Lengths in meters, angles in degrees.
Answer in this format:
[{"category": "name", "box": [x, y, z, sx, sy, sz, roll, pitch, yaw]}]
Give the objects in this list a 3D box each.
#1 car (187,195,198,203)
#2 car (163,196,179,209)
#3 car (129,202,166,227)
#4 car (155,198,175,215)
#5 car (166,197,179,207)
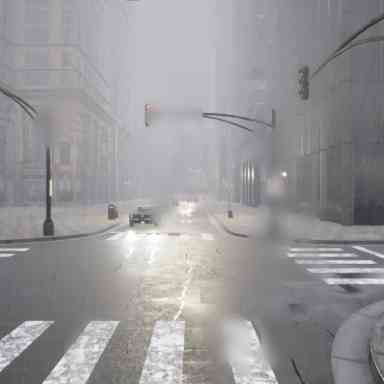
[{"category": "car", "box": [0.084, 1.366, 69.632, 2.097, 1.767, 4.553, 0, 0, 0]}, {"category": "car", "box": [-3.106, 1.354, 43.104, 2.097, 1.767, 4.553, 0, 0, 0]}, {"category": "car", "box": [-3.105, 1.601, 23.160, 1.895, 1.301, 4.718, 0, 0, 0]}, {"category": "car", "box": [-3.101, 1.564, 33.102, 1.994, 1.385, 4.181, 0, 0, 0]}, {"category": "car", "box": [-3.064, 1.531, 53.145, 1.812, 1.442, 4.674, 0, 0, 1]}]
